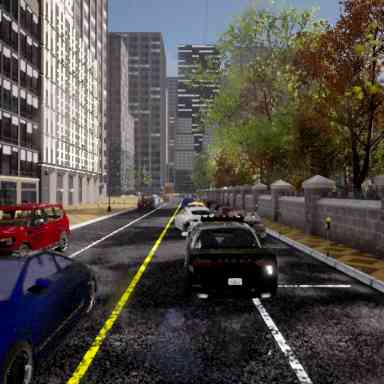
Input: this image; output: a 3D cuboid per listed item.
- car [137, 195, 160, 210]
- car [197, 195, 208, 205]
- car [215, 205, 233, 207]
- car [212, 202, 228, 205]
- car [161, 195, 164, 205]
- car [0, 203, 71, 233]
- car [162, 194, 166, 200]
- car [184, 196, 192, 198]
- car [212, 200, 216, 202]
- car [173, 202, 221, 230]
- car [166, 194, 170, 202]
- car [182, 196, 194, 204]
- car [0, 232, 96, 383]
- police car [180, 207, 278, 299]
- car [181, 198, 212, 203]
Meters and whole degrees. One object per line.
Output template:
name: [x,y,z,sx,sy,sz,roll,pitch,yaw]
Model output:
car: [-5.949,1.312,43.922,2.192,1.841,5.009,0,0,-1]
car: [1.876,1.429,60.567,1.967,1.590,4.097,0,0,-1]
car: [2.411,1.551,16.171,2.008,1.369,4.403,0,0,-1]
car: [2.344,1.582,21.721,1.802,1.307,4.206,0,0,-1]
car: [-6.083,1.574,55.003,1.802,1.307,4.206,0,0,-1]
car: [-5.551,1.316,10.675,2.192,1.841,5.009,0,0,-1]
car: [-6.147,1.514,60.373,1.752,1.417,4.829,0,0,-1]
car: [-0.477,1.473,45.843,1.882,1.535,5.008,0,0,0]
car: [2.277,1.565,27.270,1.947,1.339,4.313,0,0,-1]
car: [0.173,1.526,18.314,1.812,1.442,4.674,0,0,-13]
car: [-6.204,1.296,77.166,2.192,1.841,5.009,0,0,-1]
car: [-0.727,1.479,63.916,2.128,1.511,4.902,0,0,-1]
car: [-2.790,1.565,4.672,1.994,1.385,4.181,0,0,0]
police car: [0.758,1.426,8.633,1.930,1.638,5.238,0,0,-1]
car: [0.316,1.456,24.746,1.801,1.575,5.366,0,0,4]
